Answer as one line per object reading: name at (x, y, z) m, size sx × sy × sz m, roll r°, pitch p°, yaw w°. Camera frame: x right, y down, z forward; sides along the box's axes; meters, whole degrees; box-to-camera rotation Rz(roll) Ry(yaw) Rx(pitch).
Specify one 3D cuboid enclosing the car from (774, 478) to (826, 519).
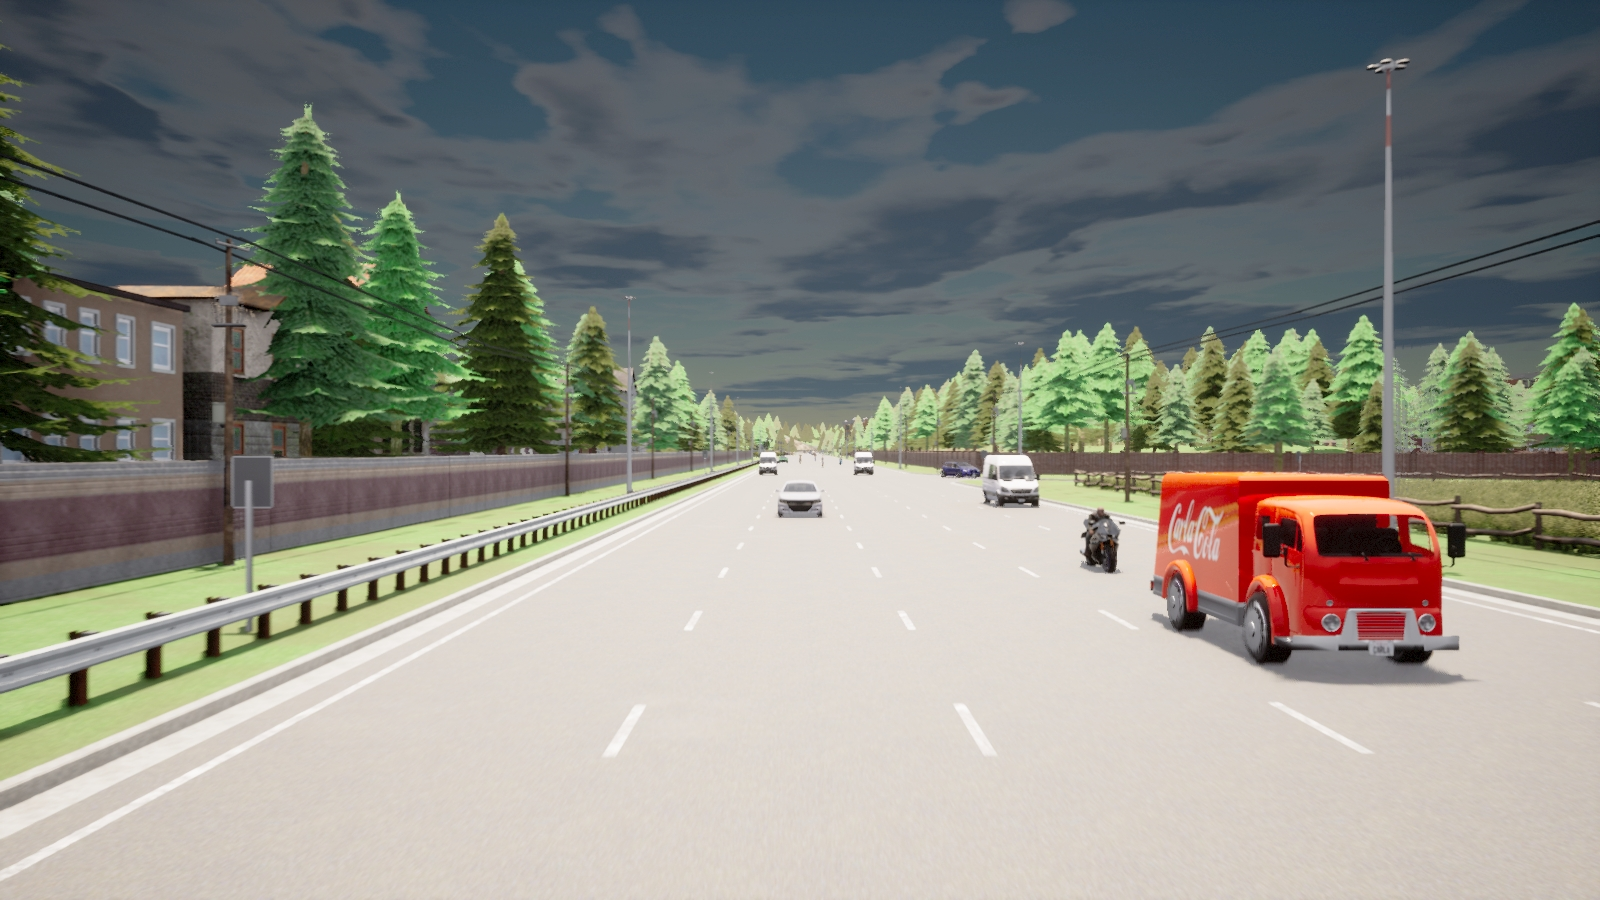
car at (0.004, 2.034, 48.689) m, size 2.097 × 1.535 × 5.006 m, roll 0°, pitch 0°, yaw 0°

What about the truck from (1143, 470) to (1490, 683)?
truck at (7.007, 1.568, 16.364) m, size 2.627 × 2.467 × 5.204 m, roll 0°, pitch 0°, yaw 0°

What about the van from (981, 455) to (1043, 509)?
van at (10.500, 1.534, 57.100) m, size 1.988 × 2.561 × 5.915 m, roll 0°, pitch 0°, yaw 0°

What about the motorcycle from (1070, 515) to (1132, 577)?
motorcycle at (7.002, 2.205, 26.675) m, size 0.867 × 1.251 × 2.209 m, roll 0°, pitch 0°, yaw 0°
